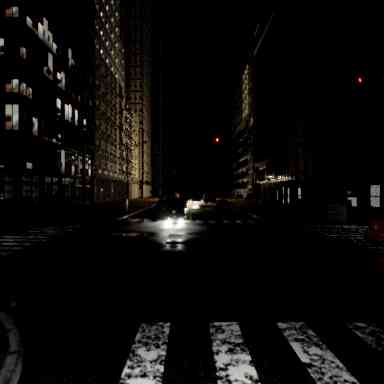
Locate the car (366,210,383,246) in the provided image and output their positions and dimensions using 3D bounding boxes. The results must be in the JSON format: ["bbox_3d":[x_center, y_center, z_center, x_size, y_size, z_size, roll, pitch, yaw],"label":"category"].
[{"bbox_3d":[9.948,1.558,13.902,4.553,1.767,2.097,1,0,8],"label":"car"}]

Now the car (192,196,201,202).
[{"bbox_3d":[0.964,1.511,73.185,1.812,1.442,4.674,0,0,0],"label":"car"}]

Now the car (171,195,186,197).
[{"bbox_3d":[-1.704,1.535,47.318,1.812,1.442,4.674,0,0,0],"label":"car"}]

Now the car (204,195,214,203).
[{"bbox_3d":[3.544,1.431,69.382,1.967,1.590,4.097,0,0,0],"label":"car"}]

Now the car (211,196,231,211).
[{"bbox_3d":[3.797,1.578,41.746,1.947,1.339,4.313,0,0,0],"label":"car"}]

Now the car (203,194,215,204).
[{"bbox_3d":[3.585,1.312,63.854,2.192,1.841,5.009,0,0,0],"label":"car"}]

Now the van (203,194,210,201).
[{"bbox_3d":[3.463,1.319,80.437,1.690,1.788,3.998,0,0,0],"label":"van"}]

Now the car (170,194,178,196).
[{"bbox_3d":[-4.295,1.563,63.796,1.947,1.339,4.313,0,0,0],"label":"car"}]

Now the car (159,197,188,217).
[{"bbox_3d":[-1.607,1.506,31.968,2.128,1.511,4.902,0,0,0],"label":"car"}]

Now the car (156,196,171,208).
[{"bbox_3d":[-4.173,1.592,47.214,1.802,1.307,4.206,0,0,0],"label":"car"}]

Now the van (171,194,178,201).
[{"bbox_3d":[-4.458,1.313,85.906,1.690,1.788,3.998,0,0,0],"label":"van"}]

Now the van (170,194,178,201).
[{"bbox_3d":[-4.417,1.320,80.379,1.690,1.788,3.998,0,0,0],"label":"van"}]
